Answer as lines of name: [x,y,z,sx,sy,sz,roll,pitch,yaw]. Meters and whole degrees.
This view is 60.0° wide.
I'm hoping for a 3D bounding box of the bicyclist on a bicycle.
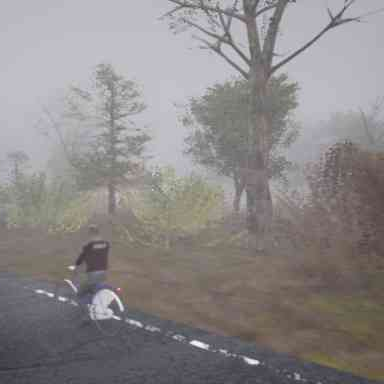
bicyclist on a bicycle: [-1.798,1.420,5.609,1.843,1.776,0.659,0,-1,37]
